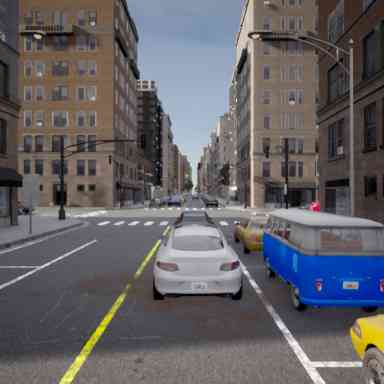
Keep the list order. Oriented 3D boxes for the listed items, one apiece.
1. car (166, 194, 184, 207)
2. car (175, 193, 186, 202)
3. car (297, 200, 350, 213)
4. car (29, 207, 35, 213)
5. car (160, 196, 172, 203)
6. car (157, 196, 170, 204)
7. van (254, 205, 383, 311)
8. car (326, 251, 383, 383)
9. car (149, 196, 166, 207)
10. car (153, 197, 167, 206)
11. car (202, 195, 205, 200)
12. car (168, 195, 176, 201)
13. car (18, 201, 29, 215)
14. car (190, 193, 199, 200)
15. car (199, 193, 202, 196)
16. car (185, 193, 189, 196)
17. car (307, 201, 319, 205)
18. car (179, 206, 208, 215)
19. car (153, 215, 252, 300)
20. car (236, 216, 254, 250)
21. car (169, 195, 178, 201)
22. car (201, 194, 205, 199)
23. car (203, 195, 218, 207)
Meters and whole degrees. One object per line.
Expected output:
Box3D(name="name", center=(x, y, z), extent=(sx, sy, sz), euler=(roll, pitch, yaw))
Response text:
Box3D(name="car", center=(-2.702, 1.479, 52.247), extent=(1.882, 1.535, 5.008), euler=(0, 0, 1))
Box3D(name="car", center=(-2.543, 1.477, 61.907), extent=(1.882, 1.535, 5.008), euler=(0, 0, 1))
Box3D(name="car", center=(15.241, 1.709, 38.814), extent=(5.357, 1.411, 2.033), euler=(0, -1, 0))
Box3D(name="car", center=(-17.925, 1.367, 32.369), extent=(4.892, 1.490, 1.837), euler=(0, -1, 0))
Box3D(name="car", center=(-5.251, 1.543, 67.506), extent=(1.887, 1.381, 4.507), euler=(1, 0, 1))
Box3D(name="car", center=(-5.328, 1.550, 61.977), extent=(2.008, 1.369, 4.403), euler=(1, 0, 1))
Box3D(name="van", center=(2.685, 1.342, 7.469), extent=(1.690, 1.788, 3.998), euler=(1, 0, 0))
Box3D(name="car", center=(2.678, 1.525, 1.966), extent=(1.752, 1.417, 4.829), euler=(1, 0, 0))
Box3D(name="car", center=(-5.482, 1.583, 50.920), extent=(1.802, 1.307, 4.206), euler=(1, 0, 1))
Box3D(name="car", center=(-5.405, 1.567, 56.449), extent=(1.947, 1.339, 4.313), euler=(1, 0, 1))
Box3D(name="car", center=(3.120, 1.544, 56.336), extent=(1.887, 1.381, 4.507), euler=(1, 0, 1))
Box3D(name="car", center=(-5.024, 1.519, 83.923), extent=(1.752, 1.417, 4.829), euler=(1, 0, 1))
Box3D(name="car", center=(-17.255, 1.361, 29.121), extent=(4.674, 1.442, 1.812), euler=(0, -1, 2))
Box3D(name="car", center=(0.936, 1.515, 91.853), extent=(1.812, 1.442, 4.674), euler=(0, 0, 1))
Box3D(name="car", center=(3.579, 1.542, 89.517), extent=(2.008, 1.369, 4.403), euler=(1, 0, 1))
Box3D(name="car", center=(-2.338, 1.353, 72.034), extent=(2.097, 1.767, 4.553), euler=(0, 0, 1))
Box3D(name="car", center=(15.592, 1.353, 35.566), extent=(5.566, 2.045, 2.150), euler=(0, -1, 0))
Box3D(name="car", center=(0.108, 1.565, 15.653), extent=(1.994, 1.385, 4.181), euler=(0, 0, 0))
Box3D(name="car", center=(0.085, 1.527, 8.299), extent=(1.812, 1.442, 4.674), euler=(0, 0, -1))
Box3D(name="car", center=(2.689, 1.526, 13.312), extent=(1.752, 1.417, 4.829), euler=(1, 0, 0))
Box3D(name="car", center=(-4.946, 1.558, 89.621), extent=(1.947, 1.339, 4.313), euler=(1, 0, 1))
Box3D(name="car", center=(3.196, 1.549, 61.866), extent=(2.008, 1.369, 4.403), euler=(1, 0, 1))
Box3D(name="car", center=(3.044, 1.566, 50.806), extent=(1.947, 1.339, 4.313), euler=(1, 0, 1))
